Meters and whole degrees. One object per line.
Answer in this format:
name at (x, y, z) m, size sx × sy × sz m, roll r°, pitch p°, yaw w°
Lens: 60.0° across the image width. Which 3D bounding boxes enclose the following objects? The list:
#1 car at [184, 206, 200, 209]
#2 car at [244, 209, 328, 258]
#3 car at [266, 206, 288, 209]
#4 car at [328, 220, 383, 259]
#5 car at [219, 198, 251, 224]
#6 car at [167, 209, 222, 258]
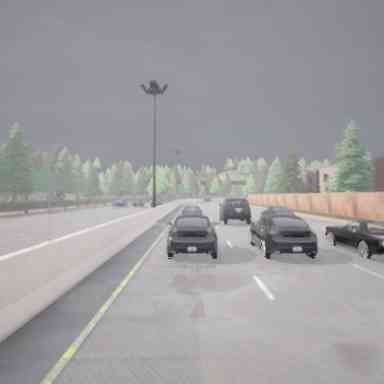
car at (0.011, 1.852, 27.503) m, size 2.033 × 1.411 × 5.357 m, roll 0°, pitch -1°, yaw 0°
car at (3.519, 1.657, 13.486) m, size 1.837 × 1.490 × 4.892 m, roll 0°, pitch 0°, yaw 0°
car at (7.012, 1.852, 27.523) m, size 2.033 × 1.411 × 5.357 m, roll 0°, pitch -1°, yaw 0°
car at (7.017, 1.748, 13.236) m, size 1.895 × 1.301 × 4.718 m, roll 0°, pitch -1°, yaw 0°
car at (3.511, 1.530, 27.553) m, size 2.150 × 2.045 × 5.566 m, roll 0°, pitch 0°, yaw 0°
car at (0.019, 1.657, 13.492) m, size 1.837 × 1.490 × 4.892 m, roll 0°, pitch 0°, yaw 0°
